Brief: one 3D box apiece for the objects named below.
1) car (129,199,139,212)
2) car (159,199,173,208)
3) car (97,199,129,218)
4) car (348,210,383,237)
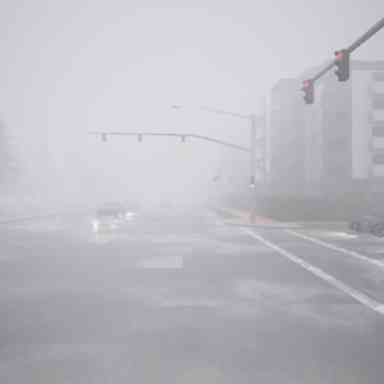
[{"bbox_3d":[-7.714,1.652,41.347,2.128,1.511,4.902,0,0,-1],"label":"car"},{"bbox_3d":[-4.230,1.797,54.301,1.994,1.385,4.181,0,0,-1],"label":"car"},{"bbox_3d":[-7.570,1.593,31.444,1.882,1.535,5.008,0,0,-1],"label":"car"},{"bbox_3d":[11.061,1.692,18.566,4.181,1.385,1.994,0,0,-3],"label":"car"}]
